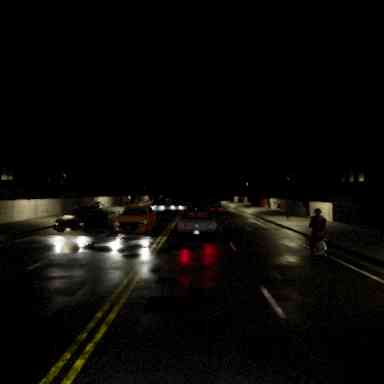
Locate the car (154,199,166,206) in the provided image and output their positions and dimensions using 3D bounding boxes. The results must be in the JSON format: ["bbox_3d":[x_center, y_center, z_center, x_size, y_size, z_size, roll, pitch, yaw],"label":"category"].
[{"bbox_3d":[-5.959,1.842,60.777,1.895,1.301,4.718,0,0,1],"label":"car"}]

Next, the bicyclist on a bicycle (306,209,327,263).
[{"bbox_3d":[4.240,1.446,11.416,0.659,1.776,1.843,0,0,1],"label":"bicyclist on a bicycle"}]

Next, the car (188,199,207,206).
[{"bbox_3d":[0.477,1.779,41.207,1.895,1.301,4.718,0,0,1],"label":"car"}]

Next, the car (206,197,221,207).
[{"bbox_3d":[3.864,1.772,55.906,2.128,1.511,4.902,0,0,1],"label":"car"}]

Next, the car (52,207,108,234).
[{"bbox_3d":[-6.426,1.586,19.977,2.033,1.411,5.357,0,0,1],"label":"car"}]

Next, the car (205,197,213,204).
[{"bbox_3d":[3.991,1.951,79.296,1.812,1.442,4.674,0,0,1],"label":"car"}]

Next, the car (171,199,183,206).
[{"bbox_3d":[-2.710,1.864,60.746,1.895,1.301,4.718,0,0,1],"label":"car"}]

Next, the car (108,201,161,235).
[{"bbox_3d":[-3.181,1.535,19.388,1.882,1.535,5.008,0,0,1],"label":"car"}]

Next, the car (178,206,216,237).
[{"bbox_3d":[0.259,1.678,18.438,1.895,1.301,4.718,0,0,1],"label":"car"}]
